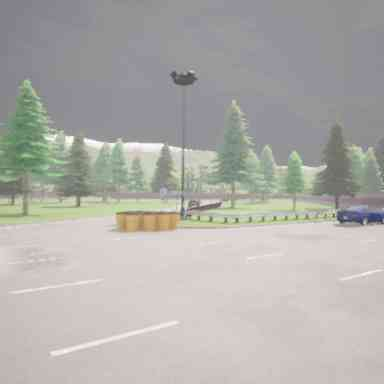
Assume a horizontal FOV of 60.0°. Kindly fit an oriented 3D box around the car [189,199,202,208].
[{"bbox_3d":[0.593,1.892,57.410,2.128,1.511,4.902,1,0,7],"label":"car"}]

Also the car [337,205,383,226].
[{"bbox_3d":[13.458,1.787,26.250,5.008,1.535,1.882,1,0,-36],"label":"car"}]
